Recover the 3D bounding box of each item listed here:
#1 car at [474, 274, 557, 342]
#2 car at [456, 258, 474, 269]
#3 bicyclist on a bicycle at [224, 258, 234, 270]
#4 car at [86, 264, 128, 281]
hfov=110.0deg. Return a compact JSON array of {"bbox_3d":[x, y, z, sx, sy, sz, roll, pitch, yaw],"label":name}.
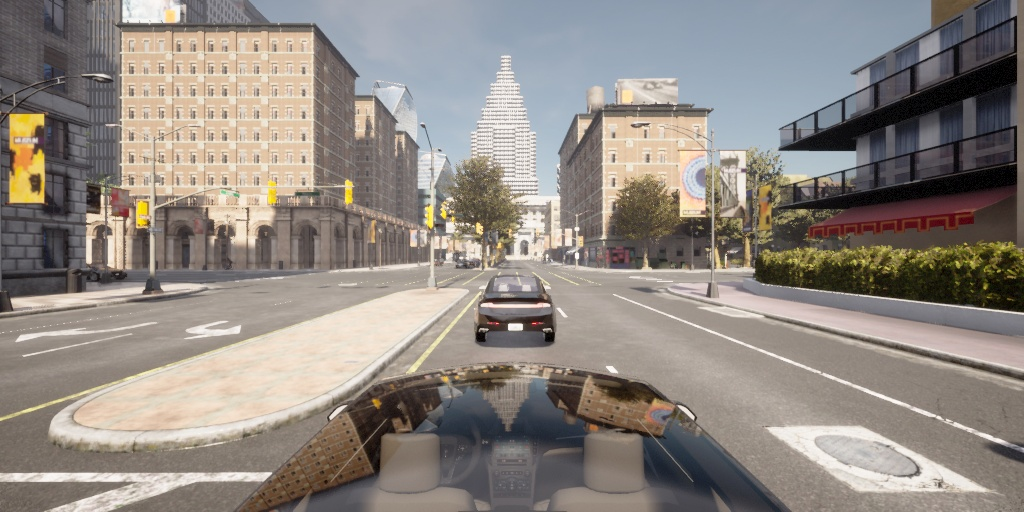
[{"bbox_3d":[0.082,1.242,9.759,2.128,1.511,4.902,0,0,0],"label":"car"},{"bbox_3d":[-8.006,1.241,58.508,2.128,1.511,4.902,0,0,0],"label":"car"},{"bbox_3d":[-37.240,1.050,47.167,0.582,1.620,1.656,0,0,0],"label":"bicyclist on a bicycle"},{"bbox_3d":[-34.161,1.314,29.213,4.181,1.385,1.994,0,0,0],"label":"car"}]
